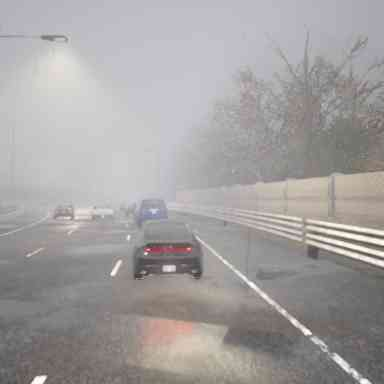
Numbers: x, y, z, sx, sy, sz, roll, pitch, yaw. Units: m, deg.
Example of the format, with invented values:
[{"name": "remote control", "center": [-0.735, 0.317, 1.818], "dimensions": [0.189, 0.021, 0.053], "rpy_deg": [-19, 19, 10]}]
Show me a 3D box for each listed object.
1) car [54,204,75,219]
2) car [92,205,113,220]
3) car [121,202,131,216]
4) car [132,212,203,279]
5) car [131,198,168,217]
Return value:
[{"name": "car", "center": [-12.579, 1.867, 32.785], "dimensions": [2.033, 1.411, 5.357], "rpy_deg": [0, -1, -19]}, {"name": "car", "center": [-8.750, 1.912, 32.266], "dimensions": [1.895, 1.301, 4.718], "rpy_deg": [0, -1, -17]}, {"name": "car", "center": [-6.539, 1.878, 36.961], "dimensions": [1.812, 1.442, 4.674], "rpy_deg": [0, 0, -16]}, {"name": "car", "center": [-0.806, 1.604, 10.370], "dimensions": [1.837, 1.490, 4.892], "rpy_deg": [0, -1, -6]}, {"name": "car", "center": [-3.137, 1.462, 24.944], "dimensions": [2.150, 2.045, 5.566], "rpy_deg": [0, 0, -13]}]
